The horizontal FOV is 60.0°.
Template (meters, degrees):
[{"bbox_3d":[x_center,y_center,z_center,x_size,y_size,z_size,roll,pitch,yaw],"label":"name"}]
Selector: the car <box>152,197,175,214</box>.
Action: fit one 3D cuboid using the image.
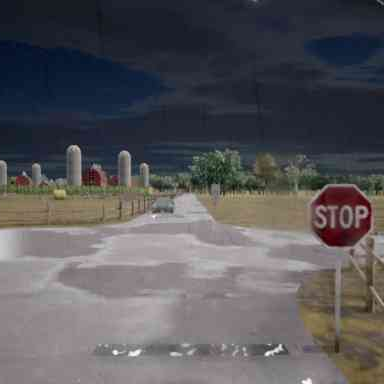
[{"bbox_3d":[-2.852,1.296,33.890,2.097,1.767,4.553,0,0,0],"label":"car"}]
